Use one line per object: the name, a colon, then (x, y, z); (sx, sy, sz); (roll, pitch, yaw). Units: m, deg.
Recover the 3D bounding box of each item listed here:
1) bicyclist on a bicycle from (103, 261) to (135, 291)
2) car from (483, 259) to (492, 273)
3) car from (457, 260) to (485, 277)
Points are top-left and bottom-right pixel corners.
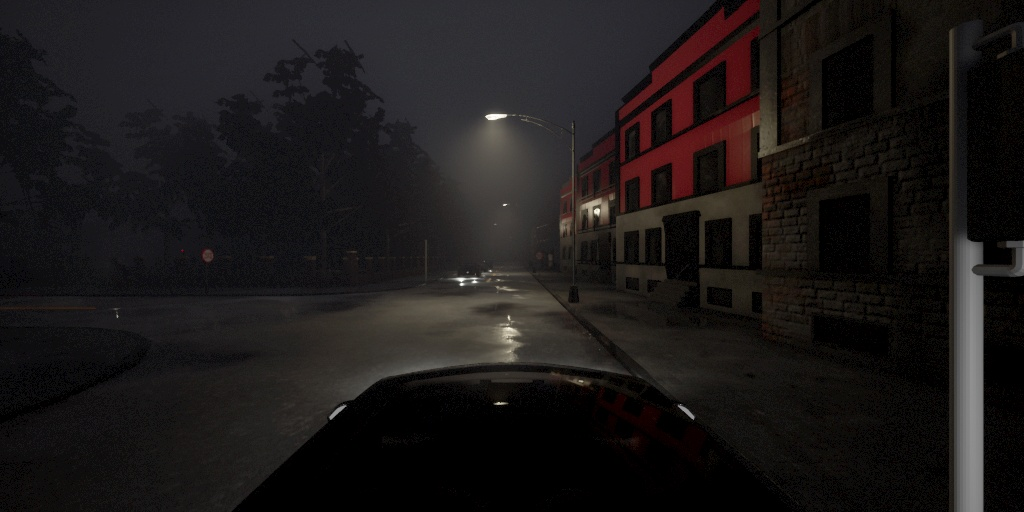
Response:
bicyclist on a bicycle: (-21.814, 1.099, 19.934); (0.582, 1.620, 1.656); (0, 0, 0)
car: (-4.013, 1.298, 44.894); (2.033, 1.411, 5.357); (0, 0, 0)
car: (-4.035, 1.314, 34.656); (1.994, 1.385, 4.181); (0, 0, 0)
